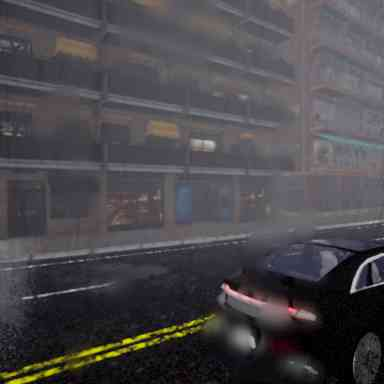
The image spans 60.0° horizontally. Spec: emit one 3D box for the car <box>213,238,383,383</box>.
[{"bbox_3d":[2.594,1.505,5.296,4.902,1.511,2.128,0,0,-36],"label":"car"}]
